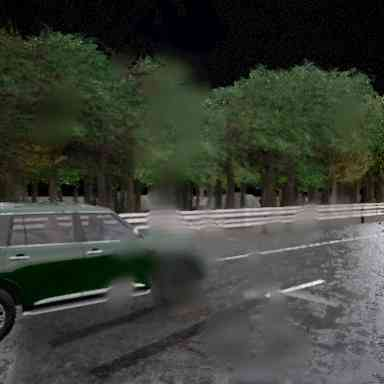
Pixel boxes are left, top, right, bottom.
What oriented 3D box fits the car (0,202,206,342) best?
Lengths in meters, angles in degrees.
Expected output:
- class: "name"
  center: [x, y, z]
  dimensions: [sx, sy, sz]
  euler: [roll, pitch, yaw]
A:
- class: "car"
  center: [-2.334, 1.219, 6.399]
  dimensions: [5.566, 2.045, 2.150]
  euler: [0, 0, -36]
